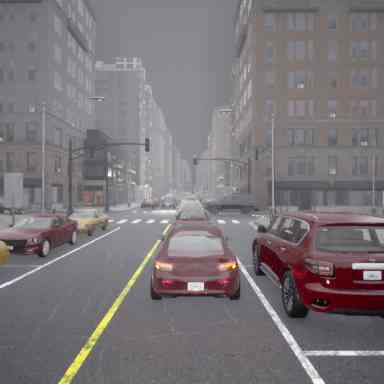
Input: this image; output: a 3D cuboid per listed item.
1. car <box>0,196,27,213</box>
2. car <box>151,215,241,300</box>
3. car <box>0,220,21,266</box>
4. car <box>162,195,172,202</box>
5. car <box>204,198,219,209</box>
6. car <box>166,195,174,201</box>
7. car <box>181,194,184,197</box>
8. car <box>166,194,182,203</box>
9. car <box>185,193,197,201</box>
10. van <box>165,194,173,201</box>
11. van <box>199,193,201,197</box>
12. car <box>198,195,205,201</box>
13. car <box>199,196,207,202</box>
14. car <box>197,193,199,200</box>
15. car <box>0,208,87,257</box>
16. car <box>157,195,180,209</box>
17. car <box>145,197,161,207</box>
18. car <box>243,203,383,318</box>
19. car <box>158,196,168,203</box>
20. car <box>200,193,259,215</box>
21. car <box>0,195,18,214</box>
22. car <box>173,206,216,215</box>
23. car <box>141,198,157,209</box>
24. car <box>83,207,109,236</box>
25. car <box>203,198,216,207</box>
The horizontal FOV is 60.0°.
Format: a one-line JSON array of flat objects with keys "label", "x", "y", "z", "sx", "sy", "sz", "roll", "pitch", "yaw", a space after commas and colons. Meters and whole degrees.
[{"label": "car", "x": -17.294, "y": 1.198, "z": 29.740, "sx": 4.553, "sy": 1.767, "sz": 2.097, "roll": 1, "pitch": -1, "yaw": 0}, {"label": "car", "x": 0.076, "y": 1.528, "z": 8.268, "sx": 1.812, "sy": 1.442, "sz": 4.674, "roll": 0, "pitch": 0, "yaw": 0}, {"label": "car", "x": -5.857, "y": 1.527, "z": 7.144, "sx": 1.752, "sy": 1.417, "sz": 4.829, "roll": 1, "pitch": 0, "yaw": 0}, {"label": "car", "x": -5.938, "y": 1.466, "z": 79.620, "sx": 1.967, "sy": 1.590, "sz": 4.097, "roll": 1, "pitch": 0, "yaw": 0}, {"label": "car", "x": 2.625, "y": 1.593, "z": 45.583, "sx": 1.802, "sy": 1.307, "sz": 4.206, "roll": 1, "pitch": 0, "yaw": 0}, {"label": "car", "x": -5.952, "y": 1.615, "z": 90.965, "sx": 1.802, "sy": 1.307, "sz": 4.206, "roll": 1, "pitch": 0, "yaw": 0}, {"label": "car", "x": -3.105, "y": 1.566, "z": 65.774, "sx": 2.033, "sy": 1.411, "sz": 5.357, "roll": 0, "pitch": 0, "yaw": 1}, {"label": "car", "x": -3.151, "y": 1.561, "z": 55.346, "sx": 2.033, "sy": 1.411, "sz": 5.357, "roll": 0, "pitch": 0, "yaw": 0}, {"label": "car", "x": -0.095, "y": 1.570, "z": 85.314, "sx": 2.033, "sy": 1.411, "sz": 5.357, "roll": 0, "pitch": 0, "yaw": 0}, {"label": "van", "x": -5.944, "y": 1.371, "z": 85.293, "sx": 1.690, "sy": 1.788, "sz": 3.998, "roll": 1, "pitch": 0, "yaw": 0}, {"label": "van", "x": 2.608, "y": 1.358, "z": 62.604, "sx": 1.690, "sy": 1.788, "sz": 3.998, "roll": 1, "pitch": 0, "yaw": 0}, {"label": "car", "x": 2.573, "y": 1.599, "z": 90.970, "sx": 1.947, "sy": 1.339, "sz": 4.313, "roll": 1, "pitch": 0, "yaw": 0}, {"label": "car", "x": 2.586, "y": 1.608, "z": 79.623, "sx": 1.802, "sy": 1.307, "sz": 4.206, "roll": 1, "pitch": 0, "yaw": 0}, {"label": "car", "x": 2.602, "y": 1.335, "z": 68.277, "sx": 2.192, "sy": 1.841, "sz": 5.009, "roll": 1, "pitch": 0, "yaw": 0}, {"label": "car", "x": -5.864, "y": 1.547, "z": 12.938, "sx": 1.887, "sy": 1.381, "sz": 4.507, "roll": 1, "pitch": 0, "yaw": 0}, {"label": "car", "x": -3.135, "y": 1.502, "z": 45.495, "sx": 2.128, "sy": 1.511, "sz": 4.902, "roll": 0, "pitch": 0, "yaw": 1}, {"label": "car", "x": -5.907, "y": 1.557, "z": 51.256, "sx": 1.887, "sy": 1.381, "sz": 4.507, "roll": 1, "pitch": 0, "yaw": 0}, {"label": "car", "x": 2.670, "y": 1.317, "z": 7.315, "sx": 2.192, "sy": 1.841, "sz": 5.009, "roll": 1, "pitch": 0, "yaw": 0}, {"label": "car", "x": -5.927, "y": 1.601, "z": 68.274, "sx": 1.802, "sy": 1.307, "sz": 4.206, "roll": 1, "pitch": 0, "yaw": 0}, {"label": "car", "x": 3.879, "y": 1.291, "z": 32.845, "sx": 5.566, "sy": 2.045, "sz": 2.150, "roll": 1, "pitch": -1, "yaw": 0}, {"label": "car", "x": -20.076, "y": 1.205, "z": 32.954, "sx": 4.553, "sy": 1.767, "sz": 2.097, "roll": 0, "pitch": -1, "yaw": 0}, {"label": "car", "x": 0.043, "y": 1.605, "z": 17.446, "sx": 1.895, "sy": 1.301, "sz": 4.718, "roll": 0, "pitch": 0, "yaw": 0}, {"label": "car", "x": -5.901, "y": 1.555, "z": 45.583, "sx": 1.887, "sy": 1.381, "sz": 4.507, "roll": 1, "pitch": 0, "yaw": 0}, {"label": "car", "x": -5.870, "y": 1.529, "z": 18.393, "sx": 1.752, "sy": 1.417, "sz": 4.829, "roll": 1, "pitch": 0, "yaw": 0}, {"label": "car", "x": 2.618, "y": 1.595, "z": 51.257, "sx": 1.802, "sy": 1.307, "sz": 4.206, "roll": 1, "pitch": 0, "yaw": 0}]
